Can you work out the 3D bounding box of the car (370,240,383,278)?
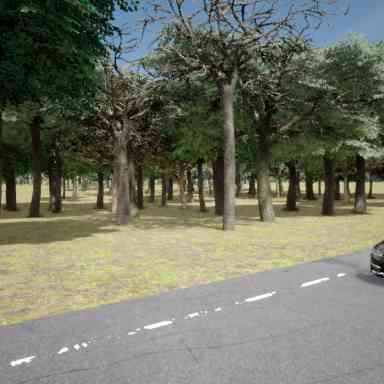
[{"bbox_3d":[6.643,1.482,8.957,4.902,1.511,2.128,0,0,-37],"label":"car"}]
